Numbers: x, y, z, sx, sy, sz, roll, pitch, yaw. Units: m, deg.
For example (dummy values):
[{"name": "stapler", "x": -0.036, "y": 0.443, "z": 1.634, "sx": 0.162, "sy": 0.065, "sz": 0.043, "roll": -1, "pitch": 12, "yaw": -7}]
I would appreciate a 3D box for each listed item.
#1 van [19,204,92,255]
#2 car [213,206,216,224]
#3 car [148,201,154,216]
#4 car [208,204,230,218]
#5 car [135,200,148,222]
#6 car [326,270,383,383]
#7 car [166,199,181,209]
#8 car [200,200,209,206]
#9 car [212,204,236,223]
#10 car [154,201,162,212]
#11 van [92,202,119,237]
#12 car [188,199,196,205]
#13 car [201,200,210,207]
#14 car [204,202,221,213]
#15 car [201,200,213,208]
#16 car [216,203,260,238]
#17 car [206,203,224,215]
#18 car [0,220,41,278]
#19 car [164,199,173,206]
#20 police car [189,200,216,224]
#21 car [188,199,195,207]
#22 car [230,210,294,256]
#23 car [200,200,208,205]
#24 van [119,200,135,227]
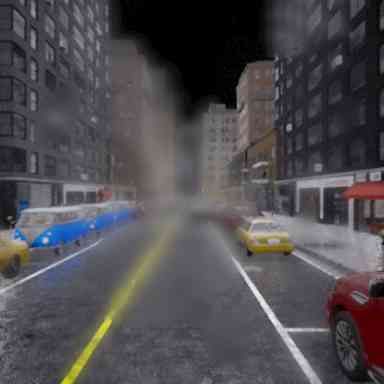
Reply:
[{"name": "van", "x": -5.683, "y": 1.515, "z": 13.719, "sx": 1.690, "sy": 1.788, "sz": 3.998, "roll": -1, "pitch": -1, "yaw": 0}, {"name": "car", "x": 2.850, "y": 1.893, "z": 24.889, "sx": 1.802, "sy": 1.307, "sz": 4.206, "roll": -1, "pitch": -1, "yaw": 0}, {"name": "car", "x": -5.686, "y": 1.887, "z": 36.060, "sx": 1.967, "sy": 1.590, "sz": 4.097, "roll": -1, "pitch": -1, "yaw": 0}, {"name": "car", "x": 2.850, "y": 2.012, "z": 36.060, "sx": 1.947, "sy": 1.339, "sz": 4.313, "roll": -1, "pitch": -1, "yaw": 0}, {"name": "car", "x": -5.686, "y": 1.694, "z": 30.476, "sx": 2.192, "sy": 1.841, "sz": 5.009, "roll": -1, "pitch": -1, "yaw": 0}, {"name": "car", "x": 2.846, "y": 1.349, "z": 2.551, "sx": 2.192, "sy": 1.841, "sz": 5.009, "roll": -1, "pitch": -1, "yaw": 0}, {"name": "car", "x": -3.068, "y": 2.055, "z": 57.545, "sx": 2.097, "sy": 1.767, "sz": 4.553, "roll": 0, "pitch": -1, "yaw": 0}, {"name": "car", "x": 2.852, "y": 2.472, "z": 75.159, "sx": 1.947, "sy": 1.339, "sz": 4.313, "roll": -1, "pitch": -1, "yaw": 0}, {"name": "car", "x": 2.850, "y": 1.906, "z": 30.645, "sx": 1.752, "sy": 1.417, "sz": 4.829, "roll": -1, "pitch": -1, "yaw": 0}, {"name": "car", "x": -5.688, "y": 2.021, "z": 47.230, "sx": 1.967, "sy": 1.590, "sz": 4.097, "roll": -1, "pitch": -1, "yaw": 0}, {"name": "van", "x": -5.684, "y": 1.584, "z": 19.305, "sx": 1.690, "sy": 1.788, "sz": 3.998, "roll": -1, "pitch": -1, "yaw": 0}, {"name": "car", "x": -0.018, "y": 2.383, "z": 79.877, "sx": 1.882, "sy": 1.535, "sz": 5.008, "roll": 0, "pitch": -1, "yaw": 0}, {"name": "car", "x": 2.851, "y": 2.370, "z": 69.743, "sx": 1.752, "sy": 1.417, "sz": 4.829, "roll": -1, "pitch": -1, "yaw": 0}, {"name": "car", "x": 2.851, "y": 2.132, "z": 47.231, "sx": 2.008, "sy": 1.369, "sz": 4.403, "roll": -1, "pitch": -1, "yaw": 0}, {"name": "car", "x": 2.851, "y": 2.329, "z": 63.987, "sx": 2.008, "sy": 1.369, "sz": 4.403, "roll": -1, "pitch": -1, "yaw": 0}, {"name": "car", "x": 2.847, "y": 1.558, "z": 19.307, "sx": 2.192, "sy": 1.841, "sz": 5.009, "roll": -1, "pitch": -1, "yaw": 0}, {"name": "car", "x": 2.850, "y": 2.080, "z": 41.645, "sx": 1.947, "sy": 1.339, "sz": 4.313, "roll": -1, "pitch": -1, "yaw": 0}, {"name": "car", "x": -5.679, "y": 1.628, "z": 7.962, "sx": 1.752, "sy": 1.417, "sz": 4.829, "roll": -1, "pitch": -1, "yaw": 0}, {"name": "car", "x": -5.694, "y": 2.515, "z": 80.741, "sx": 1.887, "sy": 1.381, "sz": 4.507, "roll": -1, "pitch": -1, "yaw": 0}, {"name": "police car", "x": 0.893, "y": 1.784, "z": 28.813, "sx": 1.930, "sy": 1.638, "sz": 5.238, "roll": 0, "pitch": -1, "yaw": 0}, {"name": "car", "x": 0.825, "y": 1.902, "z": 44.666, "sx": 2.097, "sy": 1.767, "sz": 4.553, "roll": 0, "pitch": -1, "yaw": -1}, {"name": "car", "x": 2.849, "y": 1.701, "z": 13.889, "sx": 1.752, "sy": 1.417, "sz": 4.829, "roll": -1, "pitch": -1, "yaw": 0}, {"name": "car", "x": 2.852, "y": 2.552, "z": 80.744, "sx": 1.802, "sy": 1.307, "sz": 4.206, "roll": -1, "pitch": -1, "yaw": 0}, {"name": "van", "x": -5.685, "y": 1.653, "z": 24.890, "sx": 1.690, "sy": 1.788, "sz": 3.998, "roll": -1, "pitch": -1, "yaw": 0}]
